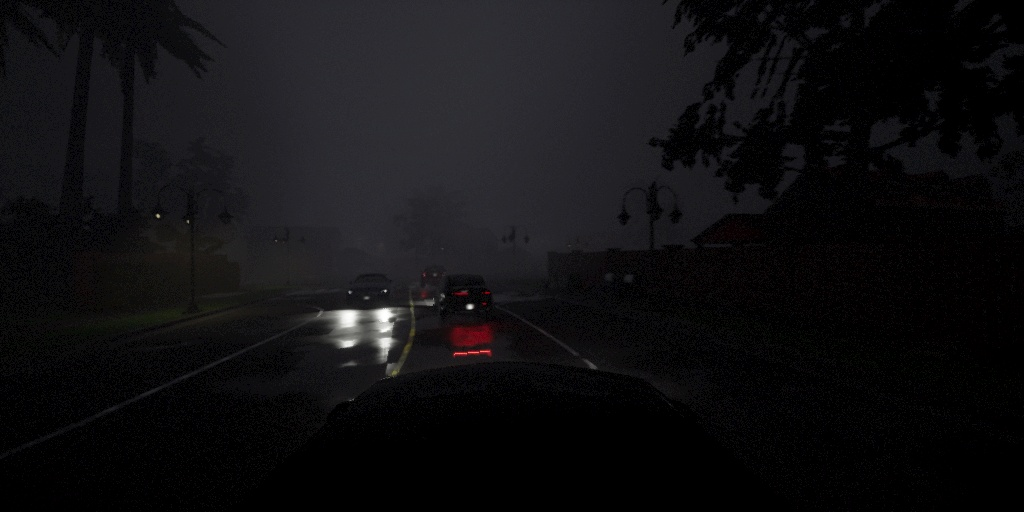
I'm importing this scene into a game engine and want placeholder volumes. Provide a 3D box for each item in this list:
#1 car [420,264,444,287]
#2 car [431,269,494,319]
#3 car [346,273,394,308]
[{"bbox_3d":[-6.322,1.492,29.033,2.097,1.767,4.553,-1,-1,-14],"label":"car"},{"bbox_3d":[-1.967,1.414,13.828,1.837,1.490,4.892,-1,-1,-15],"label":"car"},{"bbox_3d":[-6.732,1.535,17.309,1.812,1.442,4.674,-1,-1,-16],"label":"car"}]
